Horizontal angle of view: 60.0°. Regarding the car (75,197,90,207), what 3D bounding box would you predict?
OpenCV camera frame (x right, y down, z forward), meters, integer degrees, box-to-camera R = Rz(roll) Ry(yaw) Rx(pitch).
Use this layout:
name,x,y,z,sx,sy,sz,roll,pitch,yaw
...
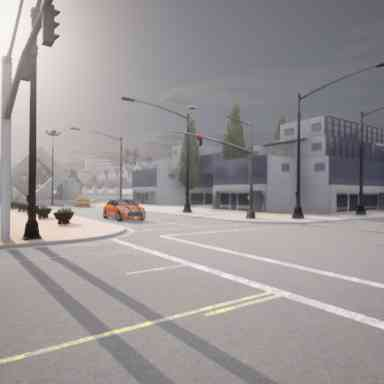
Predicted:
name,x,y,z,sx,sy,sz,roll,pitch,yaw
car,-16.820,1.496,51.028,1.882,1.535,5.008,1,0,-21

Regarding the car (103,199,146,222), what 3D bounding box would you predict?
name,x,y,z,sx,sy,sz,roll,pitch,yaw
car,-5.472,1.348,26.686,2.097,1.767,4.553,1,0,-35
